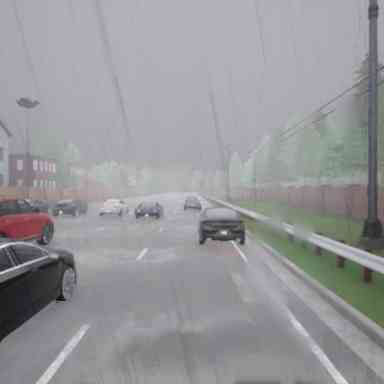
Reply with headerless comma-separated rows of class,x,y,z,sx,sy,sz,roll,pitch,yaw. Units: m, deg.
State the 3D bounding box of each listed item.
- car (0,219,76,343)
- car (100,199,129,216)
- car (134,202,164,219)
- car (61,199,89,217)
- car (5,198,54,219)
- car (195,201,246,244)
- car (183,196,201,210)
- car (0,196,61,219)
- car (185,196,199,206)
car,-3.398,1.461,5.256,2.128,1.511,4.902,0,0,0
car,-6.908,1.356,29.727,1.812,1.442,4.674,0,0,0
car,-3.394,1.446,27.181,1.895,1.301,4.718,0,0,0
car,-10.394,1.341,28.768,1.837,1.490,4.892,0,0,0
car,-13.896,1.341,28.781,1.837,1.490,4.892,0,0,0
car,1.228,1.391,15.222,1.882,1.535,5.008,0,0,0
car,0.043,1.345,38.451,1.994,1.385,4.181,0,0,0
car,-6.898,1.154,11.690,2.150,2.045,5.566,0,0,0
car,0.012,1.271,48.609,2.033,1.411,5.357,0,0,0
